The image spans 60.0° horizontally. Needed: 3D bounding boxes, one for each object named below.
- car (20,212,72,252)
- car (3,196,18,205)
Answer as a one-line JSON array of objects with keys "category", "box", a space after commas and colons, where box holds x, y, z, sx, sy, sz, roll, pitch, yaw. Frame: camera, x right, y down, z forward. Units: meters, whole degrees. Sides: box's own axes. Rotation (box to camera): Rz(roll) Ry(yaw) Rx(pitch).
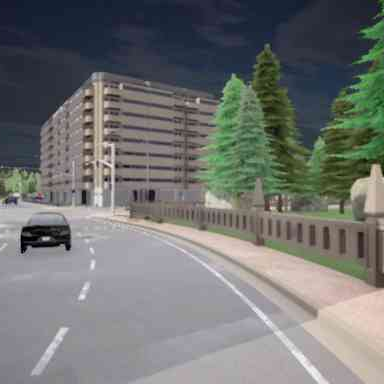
[{"category": "car", "box": [-6.459, 1.625, 14.828, 1.882, 1.535, 5.008, 0, 0, -23]}, {"category": "car", "box": [-43.502, 1.971, 80.302, 2.150, 2.045, 5.566, 0, -1, -33]}]
